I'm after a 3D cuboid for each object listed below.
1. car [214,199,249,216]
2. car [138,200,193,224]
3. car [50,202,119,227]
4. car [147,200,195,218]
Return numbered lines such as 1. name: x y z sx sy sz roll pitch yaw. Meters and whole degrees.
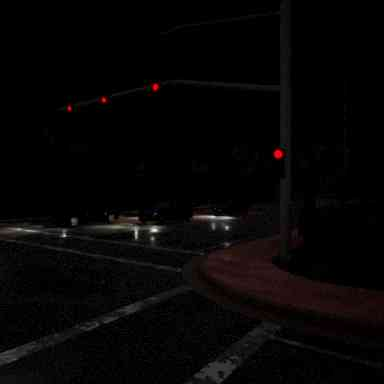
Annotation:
1. car: 3.992 1.505 33.105 1.837 1.490 4.892 0 0 36
2. car: -1.869 1.477 24.967 1.882 1.535 5.008 0 0 36
3. car: -7.385 1.477 23.276 1.882 1.535 5.008 0 0 36
4. car: -1.853 1.505 30.991 1.837 1.490 4.892 0 0 36
